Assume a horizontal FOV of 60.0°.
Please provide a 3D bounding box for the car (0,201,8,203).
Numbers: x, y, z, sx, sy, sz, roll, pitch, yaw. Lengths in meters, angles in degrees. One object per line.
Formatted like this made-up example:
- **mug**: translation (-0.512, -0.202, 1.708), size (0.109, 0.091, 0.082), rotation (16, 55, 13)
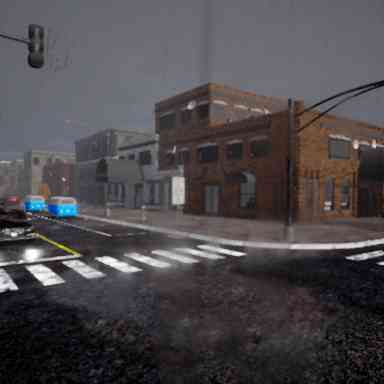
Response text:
- **car**: translation (-14.499, 1.542, 23.452), size (1.994, 1.385, 4.181), rotation (0, 0, -35)

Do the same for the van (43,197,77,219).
- **van**: translation (-11.250, 1.331, 28.776), size (1.690, 1.788, 3.998), rotation (-1, 1, -36)

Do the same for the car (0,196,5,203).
- **car**: translation (-38.019, 1.543, 65.296), size (1.802, 1.307, 4.206), rotation (-1, 1, -36)

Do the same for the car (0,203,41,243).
- **car**: translation (-8.656, 1.489, 15.463), size (1.837, 1.490, 4.892), rotation (0, 0, -36)

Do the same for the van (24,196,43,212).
- **van**: translation (-17.943, 1.323, 37.904), size (1.690, 1.788, 3.998), rotation (-1, 1, -36)

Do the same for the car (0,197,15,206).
- **car**: translation (-31.326, 1.550, 56.166), size (1.802, 1.307, 4.206), rotation (-1, 1, -36)

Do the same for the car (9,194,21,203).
- **car**: translation (-27.982, 1.286, 51.600), size (2.192, 1.841, 5.009), rotation (-1, 1, -36)

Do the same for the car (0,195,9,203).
- **car**: translation (-27.382, 1.445, 46.423), size (1.882, 1.535, 5.008), rotation (0, 0, -36)
